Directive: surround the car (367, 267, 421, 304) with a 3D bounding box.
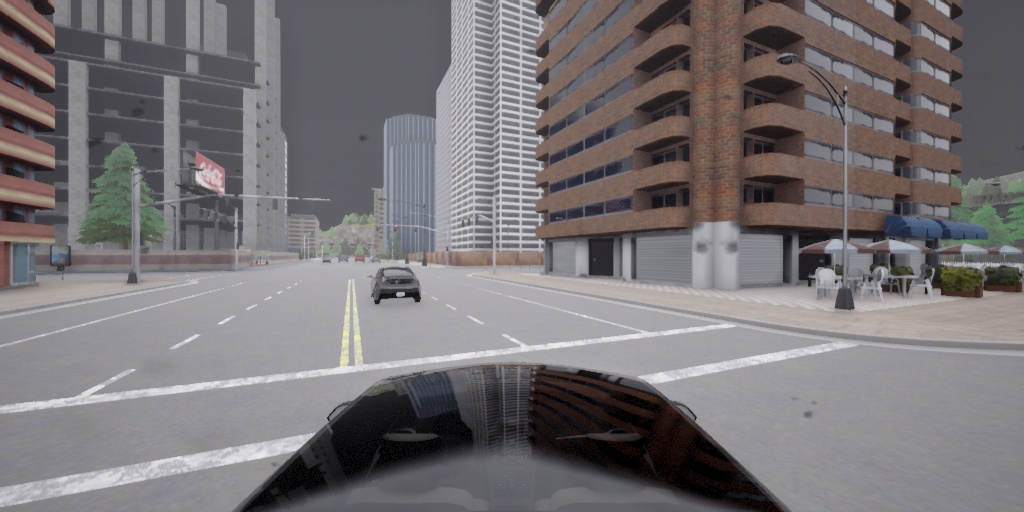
[{"bbox_3d":[-5.326,1.234,16.181,1.837,1.490,4.892,0,0,-24],"label":"car"}]
